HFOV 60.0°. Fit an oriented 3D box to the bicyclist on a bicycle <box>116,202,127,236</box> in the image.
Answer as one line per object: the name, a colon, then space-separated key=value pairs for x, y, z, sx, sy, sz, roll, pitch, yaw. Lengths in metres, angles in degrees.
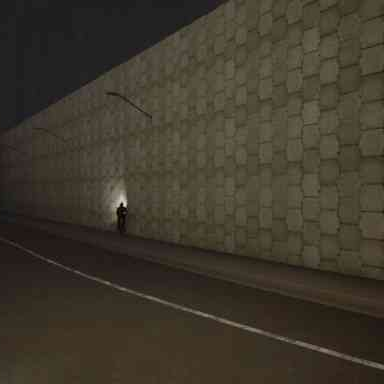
bicyclist on a bicycle: x=-3.404 y=1.337 z=16.105 sx=0.582 sy=1.620 sz=1.656 roll=0 pitch=5 yaw=-8
